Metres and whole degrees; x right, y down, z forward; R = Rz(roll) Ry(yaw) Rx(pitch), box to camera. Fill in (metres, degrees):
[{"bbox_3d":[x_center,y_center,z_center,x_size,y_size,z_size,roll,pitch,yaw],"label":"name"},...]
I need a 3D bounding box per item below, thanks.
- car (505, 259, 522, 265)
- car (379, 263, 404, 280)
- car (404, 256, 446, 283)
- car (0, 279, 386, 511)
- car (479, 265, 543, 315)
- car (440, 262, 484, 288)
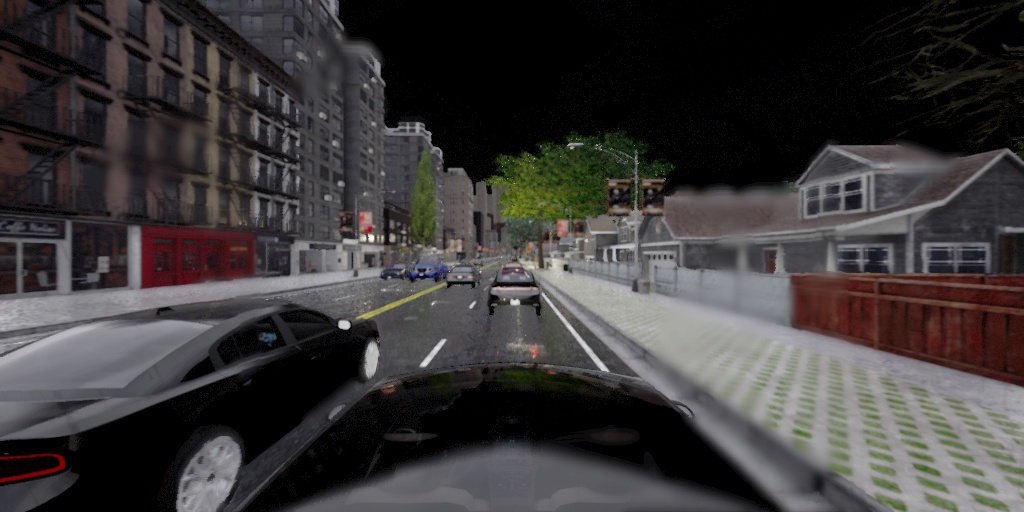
[{"bbox_3d":[0.106,1.263,31.292,1.882,1.535,5.008,0,0,0],"label":"car"},{"bbox_3d":[-9.842,1.333,31.452,2.033,1.411,5.357,0,0,0],"label":"car"},{"bbox_3d":[-6.593,1.005,28.869,2.150,2.045,5.566,0,0,0],"label":"car"},{"bbox_3d":[-3.149,1.231,4.078,1.882,1.535,5.008,0,0,0],"label":"car"},{"bbox_3d":[0.103,1.258,13.727,2.128,1.511,4.902,0,0,0],"label":"car"},{"bbox_3d":[-3.145,1.326,24.116,2.033,1.411,5.357,0,0,0],"label":"car"}]
